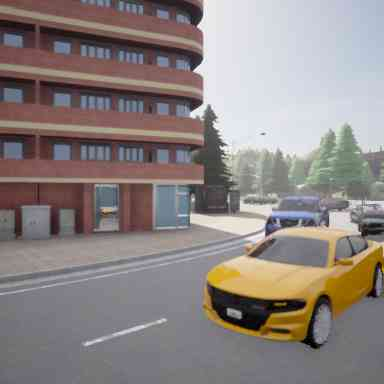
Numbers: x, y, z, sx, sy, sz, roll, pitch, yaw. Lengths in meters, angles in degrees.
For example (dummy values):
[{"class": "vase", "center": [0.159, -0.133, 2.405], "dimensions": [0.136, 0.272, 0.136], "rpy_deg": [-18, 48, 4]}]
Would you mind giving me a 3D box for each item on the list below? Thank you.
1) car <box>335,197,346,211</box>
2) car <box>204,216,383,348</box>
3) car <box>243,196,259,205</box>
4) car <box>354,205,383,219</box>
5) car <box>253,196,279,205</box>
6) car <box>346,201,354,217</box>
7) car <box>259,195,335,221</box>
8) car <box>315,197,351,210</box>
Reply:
[{"class": "car", "center": [16.608, 1.547, 40.748], "dimensions": [2.033, 1.411, 5.357], "rpy_deg": [0, 0, -10]}, {"class": "car", "center": [2.295, 1.478, 6.604], "dimensions": [1.882, 1.535, 5.008], "rpy_deg": [0, 0, 43]}, {"class": "car", "center": [10.765, 1.504, 58.969], "dimensions": [1.837, 1.490, 4.892], "rpy_deg": [0, 0, -20]}, {"class": "car", "center": [9.821, 1.601, 17.431], "dimensions": [1.895, 1.301, 4.718], "rpy_deg": [0, 0, 24]}, {"class": "car", "center": [13.576, 1.547, 61.250], "dimensions": [2.033, 1.411, 5.357], "rpy_deg": [0, 0, -20]}, {"class": "car", "center": [12.311, 1.564, 23.096], "dimensions": [1.994, 1.385, 4.181], "rpy_deg": [0, 0, 16]}, {"class": "car", "center": [5.205, 1.216, 15.816], "dimensions": [2.150, 2.045, 5.566], "rpy_deg": [0, 1, 29]}, {"class": "car", "center": [19.003, 1.477, 45.038], "dimensions": [1.882, 1.535, 5.008], "rpy_deg": [0, 0, -14]}]
